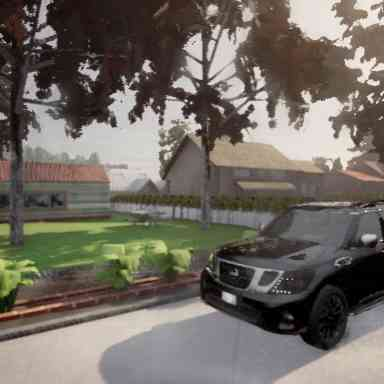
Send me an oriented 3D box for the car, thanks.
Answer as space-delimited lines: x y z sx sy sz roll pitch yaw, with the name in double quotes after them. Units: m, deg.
2.793 1.210 6.600 5.566 2.045 2.150 -1 0 -36 "car"
